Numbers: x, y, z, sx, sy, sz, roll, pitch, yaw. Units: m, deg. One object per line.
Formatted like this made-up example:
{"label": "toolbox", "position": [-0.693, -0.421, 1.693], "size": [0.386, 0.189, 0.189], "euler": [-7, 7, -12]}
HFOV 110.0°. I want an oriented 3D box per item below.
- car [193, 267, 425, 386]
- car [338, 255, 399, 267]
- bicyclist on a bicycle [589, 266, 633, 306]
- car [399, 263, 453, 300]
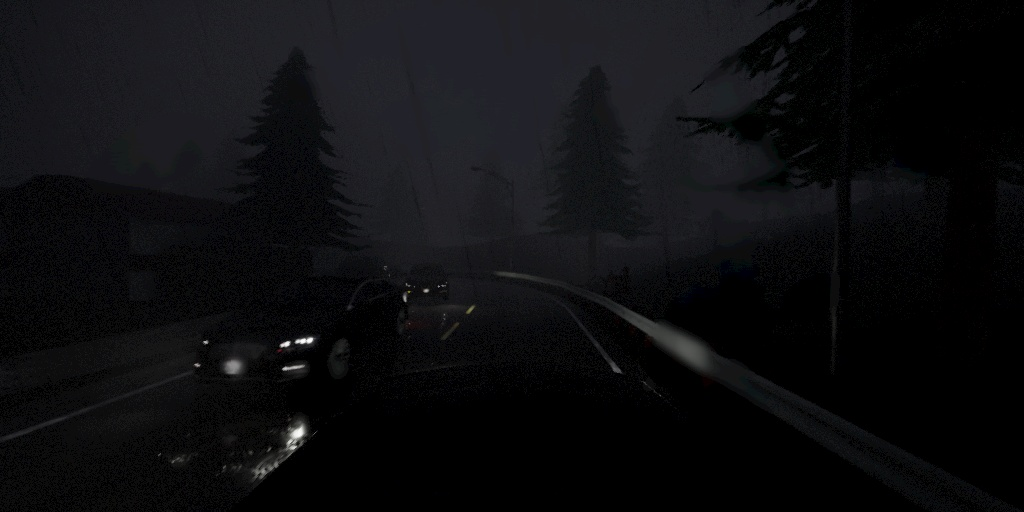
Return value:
{"label": "car", "position": [-3.497, 1.141, 7.024], "size": [2.128, 1.511, 4.902], "euler": [1, 0, 1]}
{"label": "car", "position": [-9.590, 0.770, 24.468], "size": [4.553, 1.767, 2.097], "euler": [1, 0, 19]}
{"label": "bicyclist on a bicycle", "position": [3.803, 1.090, 13.045], "size": [1.656, 1.620, 0.582], "euler": [45, -9, 14]}
{"label": "car", "position": [-3.855, 1.079, 16.368], "size": [1.837, 1.490, 4.892], "euler": [1, 0, -12]}
